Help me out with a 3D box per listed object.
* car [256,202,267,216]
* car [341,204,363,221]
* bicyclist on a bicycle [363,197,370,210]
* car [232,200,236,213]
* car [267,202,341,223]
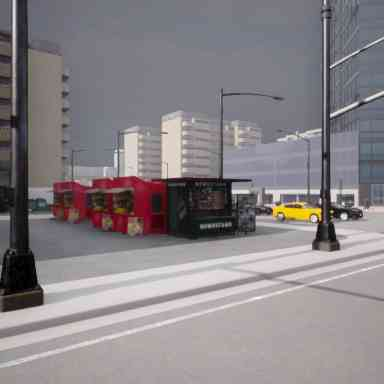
[{"bbox_3d":[6.716,1.778,35.814,1.994,1.385,4.181,0,-1,-36],"label":"car"},{"bbox_3d":[12.001,1.587,28.535,1.882,1.535,5.008,0,-1,-36],"label":"car"},{"bbox_3d":[22.251,1.466,42.463,1.656,1.620,0.582,0,0,-36],"label":"bicyclist on a bicycle"},{"bbox_3d":[3.073,1.455,34.884,2.150,2.045,5.566,0,-1,-36],"label":"car"},{"bbox_3d":[8.898,1.589,26.818,1.882,1.535,5.008,0,-1,-38],"label":"car"}]
